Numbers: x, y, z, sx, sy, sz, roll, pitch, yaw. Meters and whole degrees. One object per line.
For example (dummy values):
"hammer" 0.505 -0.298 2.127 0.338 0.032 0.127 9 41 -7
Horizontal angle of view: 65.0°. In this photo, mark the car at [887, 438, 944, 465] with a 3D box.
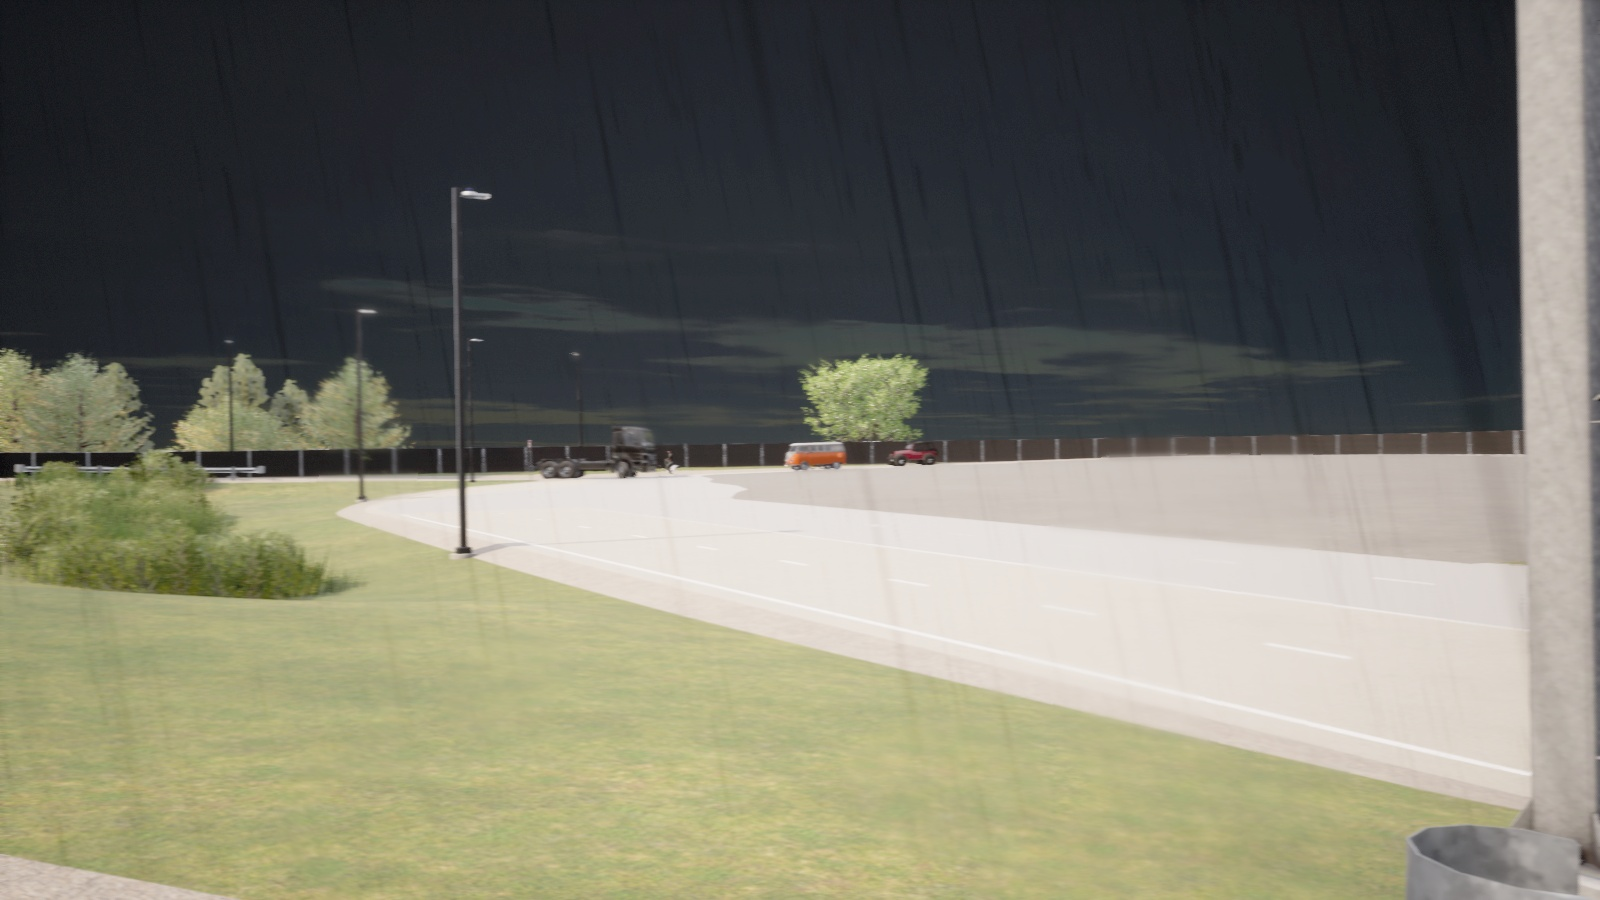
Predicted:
"car" 8.917 0.125 97.038 3.866 1.878 1.905 -3 0 -13

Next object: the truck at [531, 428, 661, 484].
"truck" -13.469 0.402 83.149 7.936 3.462 2.891 -1 0 9

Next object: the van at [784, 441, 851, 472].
"van" 1.261 0.448 90.369 4.442 1.987 1.775 -3 0 -24
